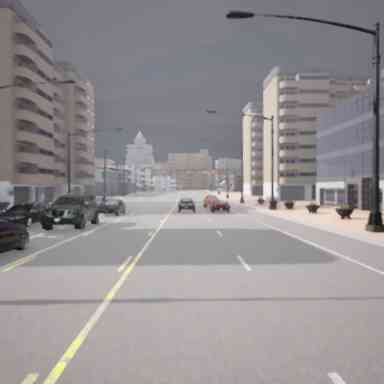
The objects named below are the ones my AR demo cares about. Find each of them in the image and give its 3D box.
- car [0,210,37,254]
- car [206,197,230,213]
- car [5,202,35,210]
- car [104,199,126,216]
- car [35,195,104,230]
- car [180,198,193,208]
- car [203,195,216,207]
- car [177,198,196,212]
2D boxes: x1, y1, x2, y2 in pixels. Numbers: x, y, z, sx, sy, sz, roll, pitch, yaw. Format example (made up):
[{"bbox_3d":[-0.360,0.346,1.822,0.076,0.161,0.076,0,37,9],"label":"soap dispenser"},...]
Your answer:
[{"bbox_3d":[-7.287,1.539,11.279,1.994,1.385,4.181,0,0,-1],"label":"car"},{"bbox_3d":[2.931,1.500,36.006,1.895,1.301,4.718,0,0,-1],"label":"car"},{"bbox_3d":[-10.992,1.481,22.119,1.837,1.490,4.892,0,0,-1],"label":"car"},{"bbox_3d":[-7.641,1.427,32.103,1.882,1.535,5.008,0,0,0],"label":"car"},{"bbox_3d":[-7.472,1.186,20.992,2.150,2.045,5.566,0,0,-2],"label":"car"},{"bbox_3d":[-0.796,1.502,47.614,1.895,1.301,4.718,0,0,-1],"label":"car"},{"bbox_3d":[2.697,1.237,47.721,2.097,1.767,4.553,0,0,-1],"label":"car"},{"bbox_3d":[-0.585,1.405,36.721,2.128,1.511,4.902,0,0,-1],"label":"car"}]
